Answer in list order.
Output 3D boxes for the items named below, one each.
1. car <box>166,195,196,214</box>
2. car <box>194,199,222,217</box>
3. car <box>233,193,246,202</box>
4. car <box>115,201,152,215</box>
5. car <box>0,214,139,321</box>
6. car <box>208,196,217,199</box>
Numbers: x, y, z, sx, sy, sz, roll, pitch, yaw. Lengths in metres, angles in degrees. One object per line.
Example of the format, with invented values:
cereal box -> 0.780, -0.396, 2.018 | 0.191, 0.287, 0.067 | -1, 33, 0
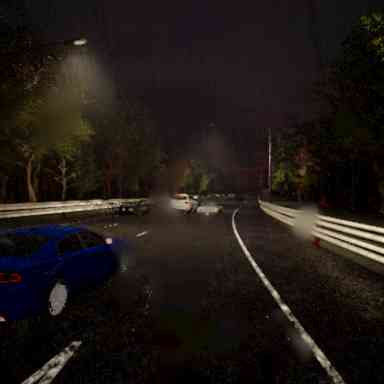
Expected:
car -> -0.857, 1.294, 36.696 | 2.150, 2.045, 5.566 | 0, 0, 11
car -> 1.800, 1.686, 32.071 | 1.895, 1.301, 4.718 | 0, 0, 11
car -> 12.279, 1.683, 85.572 | 1.882, 1.535, 5.008 | 0, 0, 11
car -> -5.454, 1.579, 31.442 | 2.033, 1.411, 5.357 | 0, 0, 11
car -> -3.019, 1.487, 7.470 | 1.882, 1.535, 5.008 | 0, 0, 11
car -> 5.365, 1.678, 86.690 | 1.812, 1.442, 4.674 | 0, 0, 11
